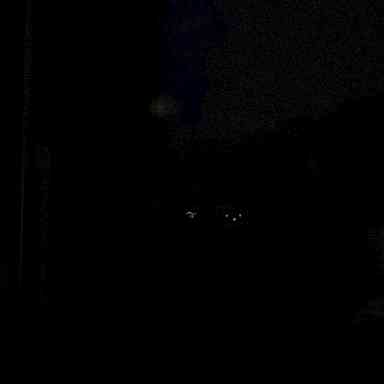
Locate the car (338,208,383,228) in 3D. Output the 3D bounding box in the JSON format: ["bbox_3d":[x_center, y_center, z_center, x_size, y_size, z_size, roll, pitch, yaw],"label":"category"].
[{"bbox_3d":[12.350,1.709,21.423,2.033,1.411,5.357,1,-1,-35],"label":"car"}]

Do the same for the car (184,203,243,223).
[{"bbox_3d":[1.507,1.574,26.002,2.033,1.411,5.357,2,-1,-36],"label":"car"}]
